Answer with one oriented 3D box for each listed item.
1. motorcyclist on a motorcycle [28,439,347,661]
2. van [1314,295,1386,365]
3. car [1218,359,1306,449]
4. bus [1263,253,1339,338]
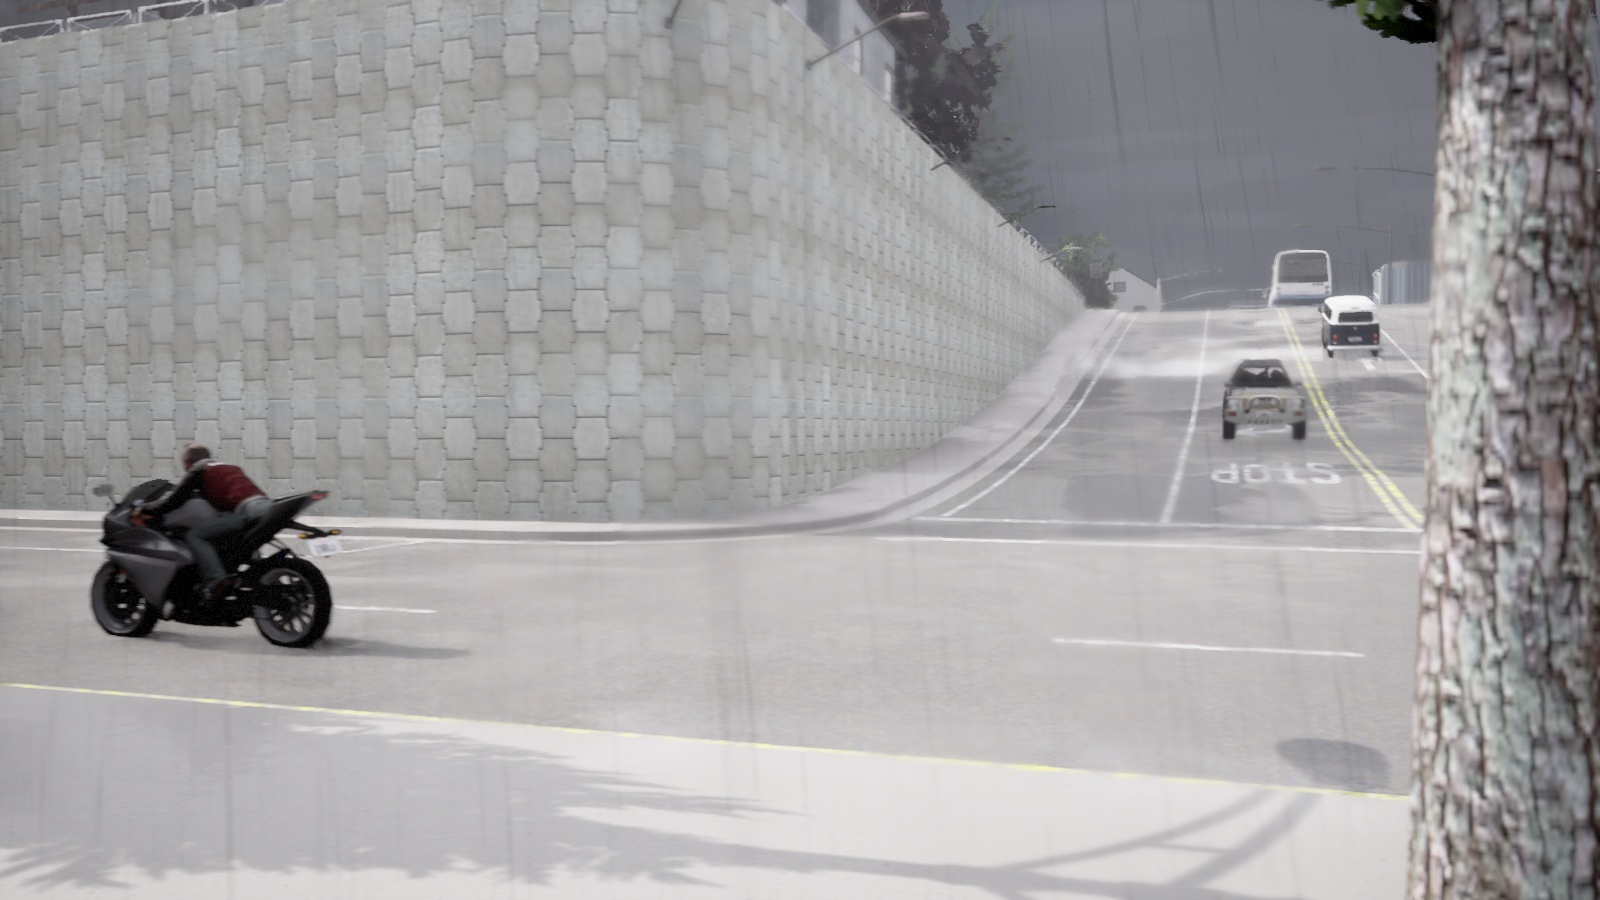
[{"bbox_3d":[-4.622,0.692,9.496,2.191,1.530,0.866,1,1,19],"label":"motorcyclist on a motorcycle"},{"bbox_3d":[20.602,-4.566,47.226,2.069,2.038,4.480,1,12,19],"label":"van"},{"bbox_3d":[11.759,-1.249,32.140,1.932,1.855,4.605,1,8,19],"label":"car"},{"bbox_3d":[31.956,-9.721,80.560,3.944,4.253,10.273,1,1,19],"label":"bus"}]
